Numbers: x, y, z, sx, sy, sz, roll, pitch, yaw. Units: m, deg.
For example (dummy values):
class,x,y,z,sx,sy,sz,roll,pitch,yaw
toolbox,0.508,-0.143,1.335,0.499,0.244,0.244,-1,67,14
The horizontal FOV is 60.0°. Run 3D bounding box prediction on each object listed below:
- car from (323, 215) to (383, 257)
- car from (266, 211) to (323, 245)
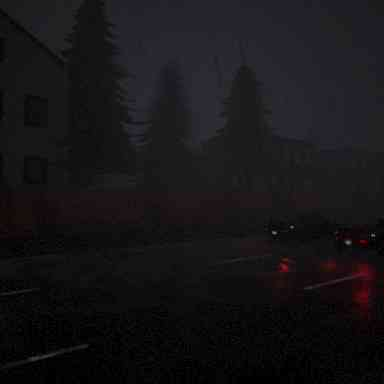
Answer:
class,x,y,z,sx,sy,sz,roll,pitch,yaw
car,7.654,1.676,13.535,4.674,1.442,1.812,0,0,-34
car,5.650,1.676,16.406,4.674,1.442,1.812,0,0,-34
